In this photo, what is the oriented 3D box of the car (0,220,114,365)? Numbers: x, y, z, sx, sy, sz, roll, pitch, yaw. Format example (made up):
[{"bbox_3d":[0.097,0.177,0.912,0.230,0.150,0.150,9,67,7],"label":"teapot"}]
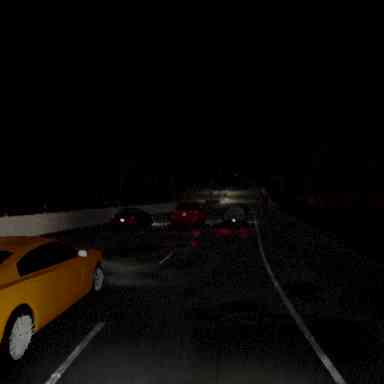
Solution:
[{"bbox_3d":[-3.131,1.527,5.960,1.882,1.535,5.008,0,-1,4],"label":"car"}]

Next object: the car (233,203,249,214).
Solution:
[{"bbox_3d":[6.642,2.226,44.843,1.895,1.301,4.718,0,-1,10],"label":"car"}]

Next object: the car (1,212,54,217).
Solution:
[{"bbox_3d":[-11.481,1.704,23.659,1.837,1.490,4.892,0,-1,10],"label":"car"}]

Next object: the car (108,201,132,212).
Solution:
[{"bbox_3d":[-10.509,2.054,49.060,1.812,1.442,4.674,0,-1,10],"label":"car"}]

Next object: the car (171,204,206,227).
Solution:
[{"bbox_3d":[-0.185,1.681,26.109,2.097,1.767,4.553,0,-1,10],"label":"car"}]

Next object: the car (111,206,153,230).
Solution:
[{"bbox_3d":[-4.181,1.827,23.592,1.994,1.385,4.181,0,-1,10],"label":"car"}]

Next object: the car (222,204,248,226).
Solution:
[{"bbox_3d":[3.465,1.894,26.676,1.812,1.442,4.674,0,-1,10],"label":"car"}]
